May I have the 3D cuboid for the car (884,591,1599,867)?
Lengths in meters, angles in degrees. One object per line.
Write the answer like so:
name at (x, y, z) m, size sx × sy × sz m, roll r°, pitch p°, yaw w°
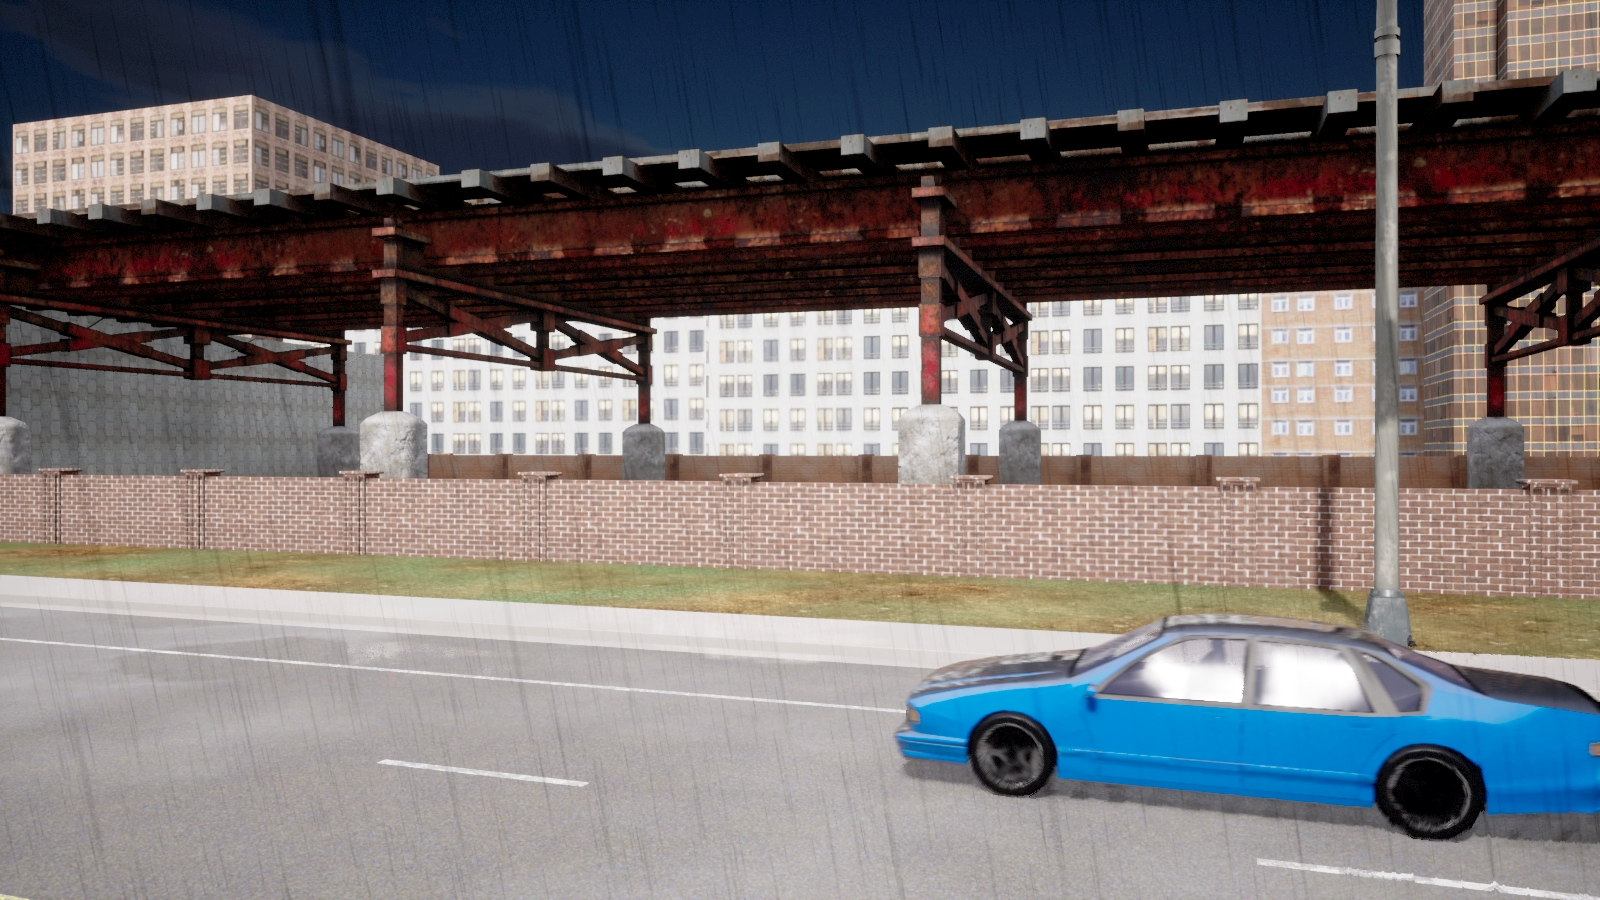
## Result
car at (3.554, 2.106, 9.454) m, size 5.357 × 1.411 × 2.033 m, roll 0°, pitch 0°, yaw 20°
